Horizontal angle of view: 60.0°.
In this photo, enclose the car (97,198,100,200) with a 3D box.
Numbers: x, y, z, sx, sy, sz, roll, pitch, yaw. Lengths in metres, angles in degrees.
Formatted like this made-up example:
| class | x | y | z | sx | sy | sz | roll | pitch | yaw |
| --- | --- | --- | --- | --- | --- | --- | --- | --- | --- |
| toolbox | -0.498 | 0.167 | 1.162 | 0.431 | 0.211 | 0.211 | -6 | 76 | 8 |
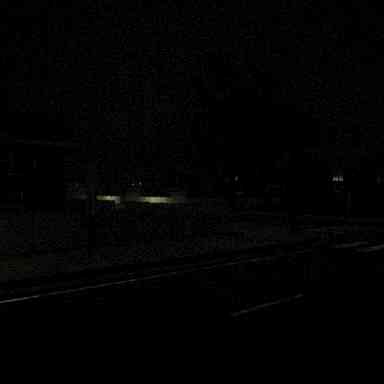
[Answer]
| class | x | y | z | sx | sy | sz | roll | pitch | yaw |
| --- | --- | --- | --- | --- | --- | --- | --- | --- | --- |
| car | -16.039 | 1.655 | 54.243 | 1.994 | 1.385 | 4.181 | 0 | 0 | -35 |
